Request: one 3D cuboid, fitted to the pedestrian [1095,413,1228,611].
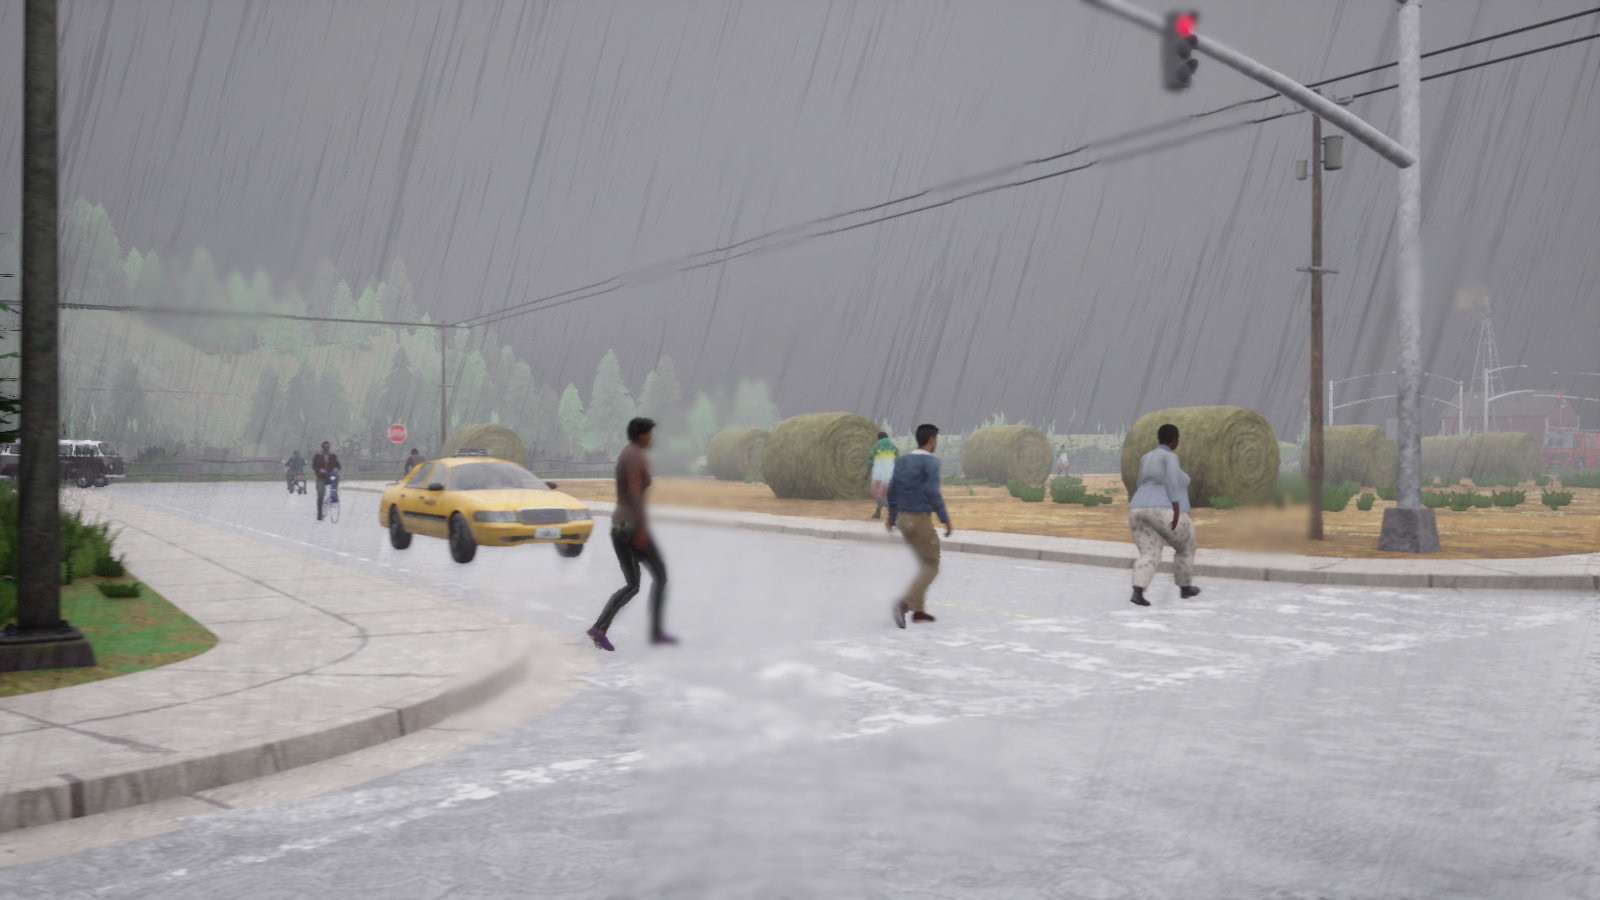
[{"bbox_3d":[3.563,0.583,12.405,0.900,1.855,0.874,0,0,-28],"label":"pedestrian"}]

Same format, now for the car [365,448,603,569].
[{"bbox_3d":[-4.959,0.768,19.028,1.801,1.575,5.366,0,0,-34],"label":"car"}]

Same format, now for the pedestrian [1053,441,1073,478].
[{"bbox_3d":[13.846,0.509,66.088,0.659,1.952,0.873,0,0,-19],"label":"pedestrian"}]

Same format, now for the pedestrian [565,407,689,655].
[{"bbox_3d":[-1.307,0.592,9.520,0.869,1.805,0.328,0,0,-31],"label":"pedestrian"}]

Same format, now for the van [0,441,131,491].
[{"bbox_3d":[-30.474,0.673,51.918,4.480,2.038,2.069,0,-1,-5],"label":"van"}]

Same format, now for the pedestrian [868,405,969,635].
[{"bbox_3d":[1.040,0.590,11.027,0.788,1.949,0.423,0,0,-32],"label":"pedestrian"}]

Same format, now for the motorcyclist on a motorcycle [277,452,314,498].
[{"bbox_3d":[-18.153,0.879,45.156,0.866,1.590,1.817,0,0,-34],"label":"motorcyclist on a motorcycle"}]

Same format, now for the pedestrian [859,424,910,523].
[{"bbox_3d":[1.692,0.462,25.216,0.659,1.952,0.873,0,0,-28],"label":"pedestrian"}]

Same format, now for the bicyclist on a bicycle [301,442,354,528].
[{"bbox_3d":[-10.040,0.730,26.659,0.659,1.776,1.843,0,-1,-34],"label":"bicyclist on a bicycle"}]

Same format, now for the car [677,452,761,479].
[{"bbox_3d":[-4.717,0.873,73.227,4.514,1.525,2.007,0,0,-31],"label":"car"}]
